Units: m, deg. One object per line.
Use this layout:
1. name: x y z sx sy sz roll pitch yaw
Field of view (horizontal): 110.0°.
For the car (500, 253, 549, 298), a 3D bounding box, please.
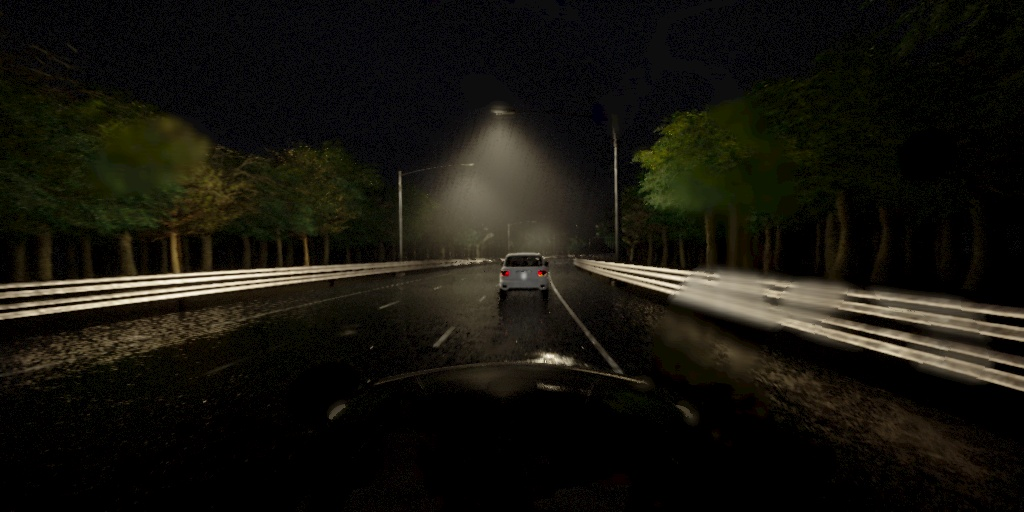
1. car: 0.628 0.860 17.568 2.150 2.045 5.566 -1 0 3
